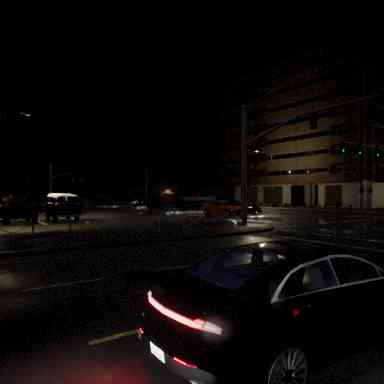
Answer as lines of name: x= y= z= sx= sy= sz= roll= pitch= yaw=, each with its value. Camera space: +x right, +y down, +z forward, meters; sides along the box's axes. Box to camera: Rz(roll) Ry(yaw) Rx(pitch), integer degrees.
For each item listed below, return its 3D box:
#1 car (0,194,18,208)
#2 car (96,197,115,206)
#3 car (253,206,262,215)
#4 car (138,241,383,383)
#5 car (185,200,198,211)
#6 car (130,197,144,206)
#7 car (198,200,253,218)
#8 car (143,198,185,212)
car: x=-31.359 y=1.209 z=56.593 sx=1.932 sy=1.855 sz=4.605 roll=0 pitch=0 yaw=-34
car: x=-14.951 y=1.533 z=57.423 sx=1.882 sy=1.535 sz=5.008 roll=0 pitch=0 yaw=-34
car: x=4.782 y=1.603 z=34.563 sx=2.033 sy=1.411 sz=5.357 roll=0 pitch=0 yaw=-34
car: x=1.638 y=1.492 z=4.908 sx=4.902 sy=1.511 sz=2.128 roll=0 pitch=0 yaw=-34
car: x=-0.716 y=1.656 z=42.628 sx=1.895 sy=1.301 sz=4.718 roll=0 pitch=0 yaw=-34
car: x=-8.441 y=1.561 z=54.002 sx=1.837 sy=1.490 sz=4.892 roll=0 pitch=0 yaw=-34
car: x=2.985 y=1.533 z=30.986 sx=1.882 sy=1.535 sz=5.008 roll=0 pitch=0 yaw=-34
car: x=-3.516 y=1.603 z=40.519 sx=2.033 sy=1.411 sz=5.357 roll=0 pitch=0 yaw=-34
